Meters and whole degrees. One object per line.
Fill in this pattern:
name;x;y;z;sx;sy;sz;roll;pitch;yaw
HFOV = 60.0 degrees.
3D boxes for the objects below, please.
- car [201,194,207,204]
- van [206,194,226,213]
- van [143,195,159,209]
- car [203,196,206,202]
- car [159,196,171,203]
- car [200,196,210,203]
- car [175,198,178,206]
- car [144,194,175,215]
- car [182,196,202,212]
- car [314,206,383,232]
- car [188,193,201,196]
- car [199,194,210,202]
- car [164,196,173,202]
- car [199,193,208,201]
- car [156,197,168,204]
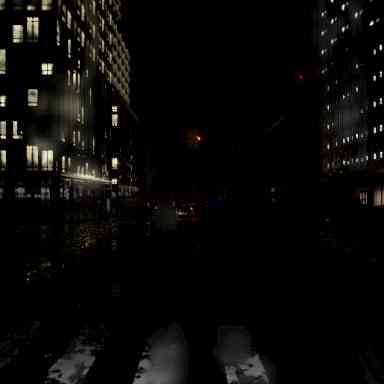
car;2.730;1.313;63.571;2.192;1.841;5.009;0;0;0
van;2.715;1.341;35.878;1.690;1.788;3.998;0;0;0
van;-5.727;1.341;46.992;1.690;1.788;3.998;0;0;0
car;2.650;1.544;41.417;1.887;1.381;4.507;0;0;0
car;-5.626;1.548;69.148;2.008;1.369;4.403;0;0;0
car;2.755;1.542;69.110;1.887;1.381;4.507;0;0;0
car;-3.155;1.525;43.347;1.812;1.442;4.674;0;0;0
car;-3.200;1.222;33.569;2.150;2.045;5.566;0;0;0
car;-0.024;1.504;38.277;1.837;1.490;4.892;0;0;1
car;10.028;1.587;20.134;5.008;1.535;1.882;0;0;1
car;0.118;1.222;59.806;2.150;2.045;5.566;0;0;0
car;2.781;1.312;74.650;2.192;1.841;5.009;0;0;0
car;-5.574;1.578;80.227;1.802;1.307;4.206;0;0;0
car;2.833;1.309;85.728;2.192;1.841;5.009;0;0;0
car;-5.651;1.564;63.609;1.947;1.339;4.313;0;0;0
